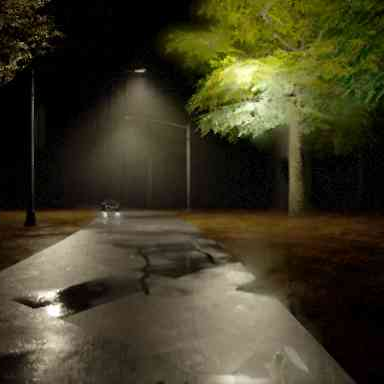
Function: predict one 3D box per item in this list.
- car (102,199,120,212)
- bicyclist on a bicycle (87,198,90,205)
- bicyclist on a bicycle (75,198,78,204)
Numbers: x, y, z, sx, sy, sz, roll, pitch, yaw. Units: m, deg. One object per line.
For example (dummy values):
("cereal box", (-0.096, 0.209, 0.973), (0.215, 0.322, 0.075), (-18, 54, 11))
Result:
("car", (-10.210, 1.676, 41.758), (1.837, 1.490, 4.892), (0, -1, -19))
("bicyclist on a bicycle", (-24.504, 2.243, 78.871), (0.866, 1.612, 1.509), (0, -1, -36))
("bicyclist on a bicycle", (-29.776, 2.431, 86.225), (0.866, 1.612, 1.509), (3, -4, -37))
